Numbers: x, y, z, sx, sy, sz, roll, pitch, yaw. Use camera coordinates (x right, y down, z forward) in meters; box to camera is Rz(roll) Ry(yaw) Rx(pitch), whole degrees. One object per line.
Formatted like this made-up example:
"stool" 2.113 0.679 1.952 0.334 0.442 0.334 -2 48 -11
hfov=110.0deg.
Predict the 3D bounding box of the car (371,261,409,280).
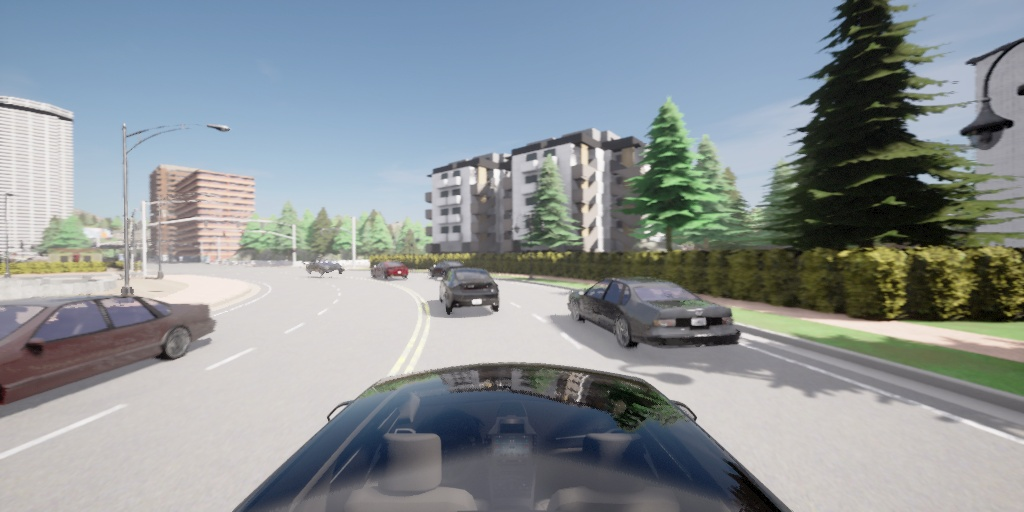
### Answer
"car" -10.567 1.177 30.750 1.882 1.535 5.008 -1 0 -38

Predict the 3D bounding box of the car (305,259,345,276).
"car" -17.279 0.955 32.939 5.357 1.411 2.033 0 0 42

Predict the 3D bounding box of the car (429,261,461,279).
"car" -5.188 1.125 29.342 1.882 1.535 5.008 -1 0 -33

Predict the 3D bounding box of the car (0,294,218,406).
"car" -7.297 1.356 5.616 2.033 1.411 5.357 -1 0 -6

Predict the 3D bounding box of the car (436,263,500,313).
"car" -1.740 1.204 13.794 1.837 1.490 4.892 0 0 -15

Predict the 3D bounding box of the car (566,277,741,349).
"car" 2.980 1.223 8.955 2.033 1.411 5.357 -1 0 -9
